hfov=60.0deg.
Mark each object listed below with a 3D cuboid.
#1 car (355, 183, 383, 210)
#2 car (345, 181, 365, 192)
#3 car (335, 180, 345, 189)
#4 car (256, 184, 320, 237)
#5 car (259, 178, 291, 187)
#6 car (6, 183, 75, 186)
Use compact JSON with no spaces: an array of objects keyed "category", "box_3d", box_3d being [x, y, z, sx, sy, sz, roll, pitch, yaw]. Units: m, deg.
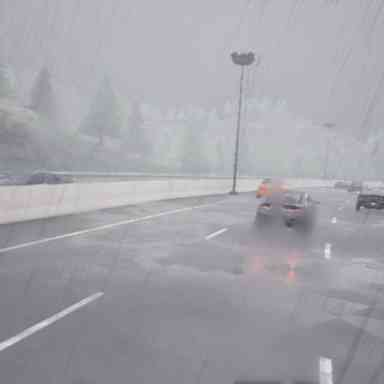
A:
[{"category":"car","box_3d":[12.439,0.466,22.855,1.882,1.535,5.008,5,5,28]},{"category":"car","box_3d":[23.803,-0.825,47.379,2.097,1.767,4.553,7,5,36]},{"category":"car","box_3d":[25.001,-1.173,54.809,2.128,1.511,4.902,7,5,38]},{"category":"car","box_3d":[3.904,0.691,13.228,2.128,1.511,4.902,5,5,24]},{"category":"car","box_3d":[6.947,-0.324,27.230,2.097,1.767,4.553,6,5,28]},{"category":"car","box_3d":[-9.068,-0.476,18.992,2.033,1.411,5.357,5,5,24]}]
